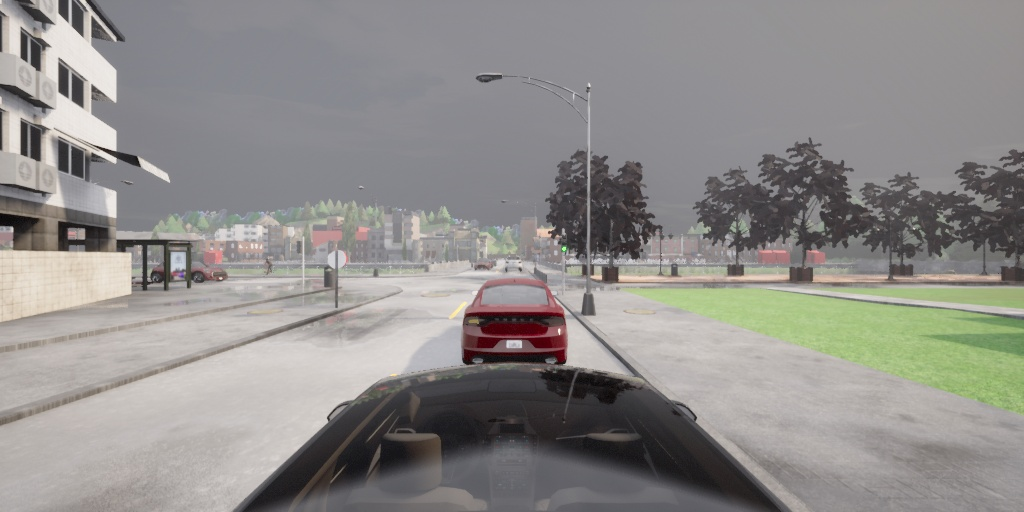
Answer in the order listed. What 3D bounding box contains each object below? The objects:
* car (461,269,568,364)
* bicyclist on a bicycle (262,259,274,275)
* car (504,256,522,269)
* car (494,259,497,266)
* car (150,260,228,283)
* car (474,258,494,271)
[{"bbox_3d":[0.057,1.227,8.080,1.882,1.535,5.008,0,0,0],"label":"car"},{"bbox_3d":[-24.004,1.095,35.283,0.582,1.620,1.656,0,0,0],"label":"bicyclist on a bicycle"},{"bbox_3d":[0.168,0.965,48.744,2.150,2.045,5.566,0,0,0],"label":"car"},{"bbox_3d":[-4.043,1.234,59.525,2.128,1.511,4.902,0,0,0],"label":"car"},{"bbox_3d":[-24.078,1.099,26.886,4.553,1.767,2.097,0,0,0],"label":"car"},{"bbox_3d":[-4.063,1.096,50.280,2.097,1.767,4.553,0,0,0],"label":"car"}]
